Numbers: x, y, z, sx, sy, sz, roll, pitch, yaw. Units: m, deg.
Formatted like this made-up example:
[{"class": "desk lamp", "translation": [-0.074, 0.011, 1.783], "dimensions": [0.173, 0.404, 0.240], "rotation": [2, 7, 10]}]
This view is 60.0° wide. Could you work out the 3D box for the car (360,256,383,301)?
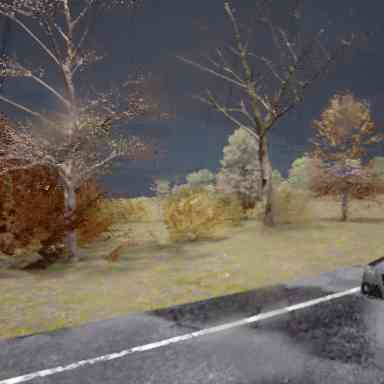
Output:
[{"class": "car", "translation": [5.578, 1.632, 7.284], "dimensions": [4.181, 1.385, 1.994], "rotation": [0, -1, -34]}]
